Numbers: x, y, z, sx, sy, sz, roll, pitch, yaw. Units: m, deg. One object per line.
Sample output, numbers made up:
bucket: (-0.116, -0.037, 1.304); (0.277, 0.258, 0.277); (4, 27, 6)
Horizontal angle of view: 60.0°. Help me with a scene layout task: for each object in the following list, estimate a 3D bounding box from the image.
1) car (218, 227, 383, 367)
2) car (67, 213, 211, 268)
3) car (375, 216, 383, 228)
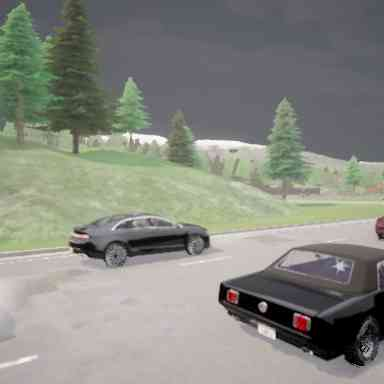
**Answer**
car: (2.814, 1.562, 5.726); (4.718, 1.301, 1.895); (0, 0, -35)
car: (-1.590, 1.450, 11.181); (4.902, 1.511, 2.128); (0, 0, -35)
car: (10.145, 1.409, 15.185); (4.674, 1.442, 1.812); (0, 0, -35)
